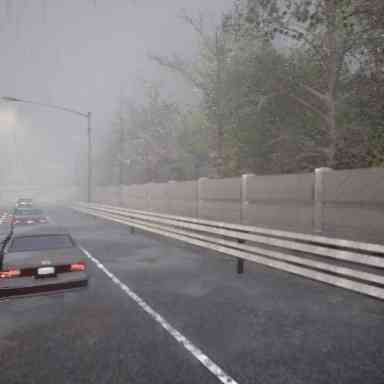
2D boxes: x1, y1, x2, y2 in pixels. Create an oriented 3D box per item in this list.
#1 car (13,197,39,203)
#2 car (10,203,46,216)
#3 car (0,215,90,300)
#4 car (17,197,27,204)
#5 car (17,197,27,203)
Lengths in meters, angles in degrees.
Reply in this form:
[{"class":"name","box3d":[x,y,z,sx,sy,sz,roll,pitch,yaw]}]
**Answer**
[{"class":"car","box3d":[-18.192,1.480,36.155,2.097,1.767,4.553,0,0,-27]},{"class":"car","box3d":[-9.639,1.614,19.636,2.033,1.411,5.357,0,0,-27]},{"class":"car","box3d":[-3.975,1.575,8.663,2.033,1.411,5.357,0,0,-27]},{"class":"car","box3d":[-37.536,1.808,73.530,1.882,1.535,5.008,0,0,-27]},{"class":"car","box3d":[-43.060,1.930,84.204,2.128,1.511,4.902,0,0,-27]}]
